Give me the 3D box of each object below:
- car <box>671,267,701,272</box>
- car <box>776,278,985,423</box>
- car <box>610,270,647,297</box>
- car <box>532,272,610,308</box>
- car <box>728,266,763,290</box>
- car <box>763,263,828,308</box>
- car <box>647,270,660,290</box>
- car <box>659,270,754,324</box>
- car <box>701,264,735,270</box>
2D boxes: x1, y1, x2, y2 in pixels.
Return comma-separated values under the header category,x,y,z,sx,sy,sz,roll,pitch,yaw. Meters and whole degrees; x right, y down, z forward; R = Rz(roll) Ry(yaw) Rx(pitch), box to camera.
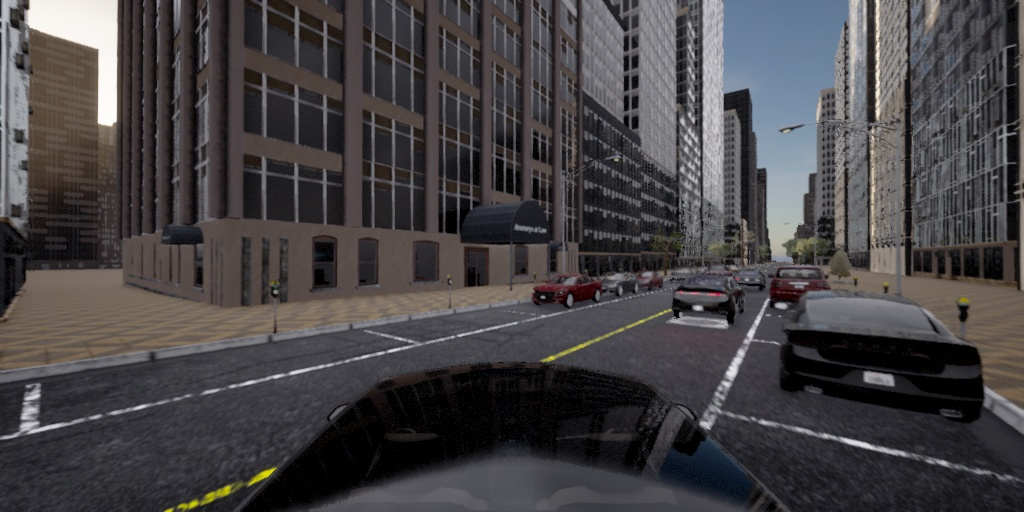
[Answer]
category,x,y,z,sx,sy,sz,roll,pitch,yaw
car,16.452,1.816,34.627,2.007,1.370,4.403,0,0,37
car,5.810,1.324,6.183,1.882,1.535,5.008,0,-1,37
car,6.093,1.577,21.086,2.007,1.370,4.403,0,0,37
car,2.640,1.493,16.572,1.888,1.381,4.507,0,0,37
car,17.869,1.731,26.946,2.033,1.411,5.357,0,-1,37
car,12.749,1.330,15.994,2.192,1.841,5.009,0,0,37
car,9.546,1.688,25.600,1.802,1.307,4.207,0,0,37
car,7.239,1.431,13.051,2.128,1.511,4.902,0,-1,37
car,19.993,1.646,34.930,2.097,1.767,4.553,0,-1,38
